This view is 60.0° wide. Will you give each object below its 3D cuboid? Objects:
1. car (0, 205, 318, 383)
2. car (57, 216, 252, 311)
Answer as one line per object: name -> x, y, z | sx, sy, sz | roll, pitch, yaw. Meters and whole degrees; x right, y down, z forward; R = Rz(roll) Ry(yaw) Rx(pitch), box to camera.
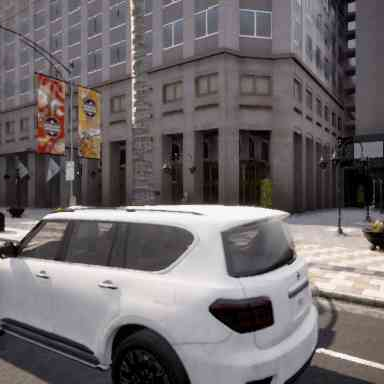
car -> -1.140, 1.216, 4.832 | 5.566, 2.045, 2.150 | -1, -1, 34
car -> -1.109, 1.513, 8.579 | 4.786, 1.482, 2.161 | 0, 0, 35
